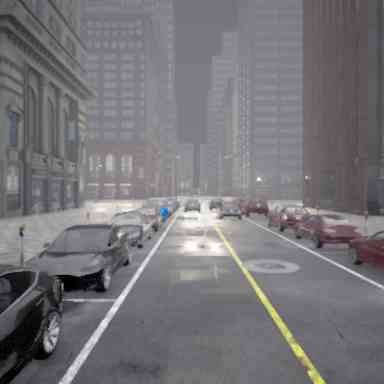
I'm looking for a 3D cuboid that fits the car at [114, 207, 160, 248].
[{"bbox_3d":[-2.737,1.551,14.547,2.008,1.369,4.403,0,0,0],"label":"car"}]

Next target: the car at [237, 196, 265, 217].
[{"bbox_3d":[5.824,1.342,31.442,2.192,1.841,5.009,0,0,0],"label":"car"}]

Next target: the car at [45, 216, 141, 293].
[{"bbox_3d":[-2.749,1.563,8.911,1.947,1.339,4.313,0,0,0],"label":"car"}]

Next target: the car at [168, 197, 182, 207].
[{"bbox_3d":[-2.652,1.589,54.004,2.008,1.369,4.403,0,0,0],"label":"car"}]

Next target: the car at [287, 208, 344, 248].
[{"bbox_3d":[5.788,1.597,14.535,1.802,1.307,4.206,0,0,0],"label":"car"}]

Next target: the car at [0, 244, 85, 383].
[{"bbox_3d":[-2.761,1.562,3.275,1.947,1.339,4.313,0,0,0],"label":"car"}]

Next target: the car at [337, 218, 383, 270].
[{"bbox_3d":[5.776,1.595,8.898,1.802,1.307,4.206,0,0,0],"label":"car"}]

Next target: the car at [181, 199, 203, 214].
[{"bbox_3d":[0.076,1.526,36.410,1.837,1.490,4.892,0,0,0],"label":"car"}]

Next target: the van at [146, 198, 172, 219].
[{"bbox_3d":[-2.713,1.348,25.821,1.690,1.788,3.998,0,0,0],"label":"van"}]

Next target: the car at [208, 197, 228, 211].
[{"bbox_3d":[3.111,1.541,42.303,1.837,1.490,4.892,0,1,1],"label":"car"}]

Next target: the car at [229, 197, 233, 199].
[{"bbox_3d":[5.836,1.347,37.079,2.192,1.841,5.009,0,0,0],"label":"car"}]

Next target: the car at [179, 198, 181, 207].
[{"bbox_3d":[-2.676,1.589,42.731,1.947,1.339,4.313,0,0,0],"label":"car"}]

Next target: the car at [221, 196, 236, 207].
[{"bbox_3d":[5.873,1.493,53.987,1.967,1.590,4.097,0,0,0],"label":"car"}]

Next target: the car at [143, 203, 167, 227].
[{"bbox_3d":[-2.725,1.585,20.185,1.802,1.307,4.206,0,0,0],"label":"car"}]

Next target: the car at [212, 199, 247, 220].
[{"bbox_3d":[3.126,1.567,28.456,2.033,1.411,5.357,0,0,1],"label":"car"}]

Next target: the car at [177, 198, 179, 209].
[{"bbox_3d":[-2.688,1.599,37.094,1.802,1.307,4.206,0,0,0],"label":"car"}]

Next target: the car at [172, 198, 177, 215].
[{"bbox_3d":[-2.701,1.537,31.288,1.752,1.417,4.829,0,0,0],"label":"car"}]

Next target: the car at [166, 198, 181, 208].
[{"bbox_3d":[-2.664,1.597,48.367,1.947,1.339,4.313,0,0,0],"label":"car"}]

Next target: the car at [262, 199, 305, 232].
[{"bbox_3d":[5.800,1.458,20.171,1.967,1.590,4.097,0,0,0],"label":"car"}]
